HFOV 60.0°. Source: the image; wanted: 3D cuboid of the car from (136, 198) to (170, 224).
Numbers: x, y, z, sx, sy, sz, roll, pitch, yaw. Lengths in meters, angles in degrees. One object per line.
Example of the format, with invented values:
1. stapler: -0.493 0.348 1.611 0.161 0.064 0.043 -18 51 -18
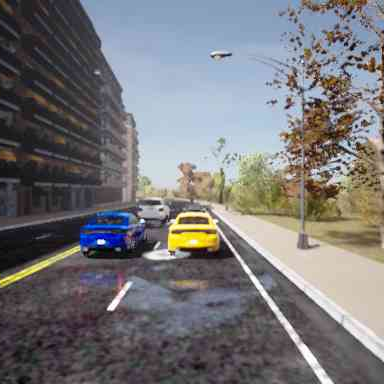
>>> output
1. car: -3.081 1.494 27.487 2.150 2.045 5.566 0 0 1

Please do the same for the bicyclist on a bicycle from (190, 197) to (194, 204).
1. bicyclist on a bicycle: 0.131 2.315 87.460 0.582 1.620 1.656 0 -1 -3

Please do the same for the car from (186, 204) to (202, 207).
1. car: 0.185 1.771 28.395 2.128 1.511 4.902 0 0 1

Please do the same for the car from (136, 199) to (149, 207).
1. car: -9.652 2.170 64.784 1.812 1.442 4.674 0 0 -1

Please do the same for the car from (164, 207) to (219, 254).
1. car: 0.093 1.615 14.122 1.882 1.535 5.008 0 0 1

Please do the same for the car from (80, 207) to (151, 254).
1. car: -3.157 1.615 14.155 1.882 1.535 5.008 0 0 1

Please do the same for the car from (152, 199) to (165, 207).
1. car: -6.412 2.138 64.554 2.128 1.511 4.902 0 -1 -1
